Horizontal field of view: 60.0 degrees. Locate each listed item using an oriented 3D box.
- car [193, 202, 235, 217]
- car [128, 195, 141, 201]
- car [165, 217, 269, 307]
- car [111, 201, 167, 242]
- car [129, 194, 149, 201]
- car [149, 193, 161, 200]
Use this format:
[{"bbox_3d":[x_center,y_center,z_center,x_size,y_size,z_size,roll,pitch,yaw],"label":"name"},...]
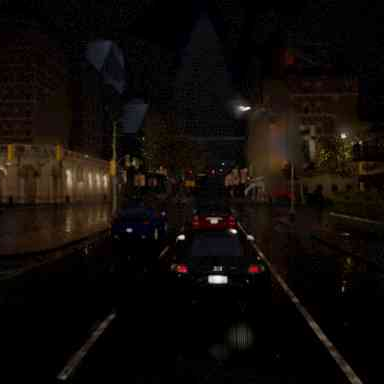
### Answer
[{"bbox_3d":[1.100,1.295,16.614,2.097,1.767,4.553,0,0,4],"label":"car"},{"bbox_3d":[-13.312,1.336,77.595,1.895,1.301,4.718,0,0,4],"label":"car"},{"bbox_3d":[0.572,1.536,7.986,1.994,1.385,4.181,0,0,3],"label":"car"},{"bbox_3d":[-2.429,1.423,16.236,1.882,1.535,5.008,0,0,4],"label":"car"},{"bbox_3d":[-10.705,1.274,67.704,1.837,1.490,4.892,0,1,4],"label":"car"},{"bbox_3d":[-9.718,1.077,82.789,2.097,1.767,4.553,0,0,4],"label":"car"}]
